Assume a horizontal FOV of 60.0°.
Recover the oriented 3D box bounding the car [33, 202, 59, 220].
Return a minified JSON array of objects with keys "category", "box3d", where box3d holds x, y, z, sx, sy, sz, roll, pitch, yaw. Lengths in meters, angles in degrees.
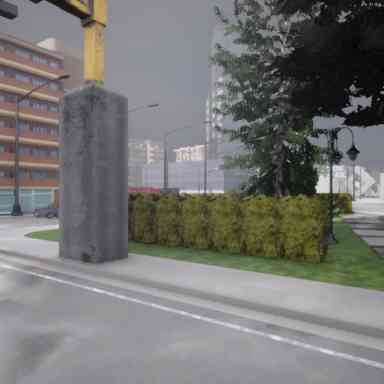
[{"category":"car","box3d":[-11.139,1.524,28.509,1.812,1.442,4.674,0,0,35]}]
